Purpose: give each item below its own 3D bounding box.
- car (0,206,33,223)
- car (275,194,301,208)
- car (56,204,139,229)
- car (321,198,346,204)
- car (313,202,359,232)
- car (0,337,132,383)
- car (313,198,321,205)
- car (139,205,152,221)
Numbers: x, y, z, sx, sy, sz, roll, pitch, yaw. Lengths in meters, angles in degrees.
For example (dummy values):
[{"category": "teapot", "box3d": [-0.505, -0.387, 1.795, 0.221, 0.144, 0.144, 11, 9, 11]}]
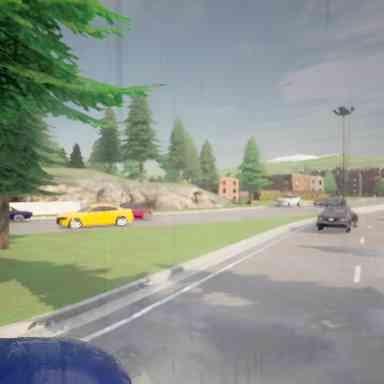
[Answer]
[{"category": "car", "box3d": [-14.771, 1.713, 25.248, 4.718, 1.301, 1.895, 0, 0, -33]}, {"category": "car", "box3d": [15.071, 1.388, 52.143, 2.150, 2.045, 5.566, 0, 0, 41]}, {"category": "car", "box3d": [-6.443, 1.568, 22.362, 5.008, 1.535, 1.882, 0, 0, -33]}, {"category": "car", "box3d": [20.811, 1.647, 48.081, 1.837, 1.490, 4.892, 0, 0, 41]}, {"category": "car", "box3d": [9.171, 1.610, 20.762, 2.033, 1.411, 5.357, 0, 0, 33]}, {"category": "car", "box3d": [-2.554, 1.536, 1.656, 4.674, 1.442, 1.812, 0, 1, -31]}, {"category": "car", "box3d": [21.280, 1.655, 53.953, 2.128, 1.511, 4.902, 0, 0, 41]}, {"category": "car", "box3d": [-5.366, 1.670, 27.283, 4.181, 1.385, 1.994, 0, 0, -34]}]
